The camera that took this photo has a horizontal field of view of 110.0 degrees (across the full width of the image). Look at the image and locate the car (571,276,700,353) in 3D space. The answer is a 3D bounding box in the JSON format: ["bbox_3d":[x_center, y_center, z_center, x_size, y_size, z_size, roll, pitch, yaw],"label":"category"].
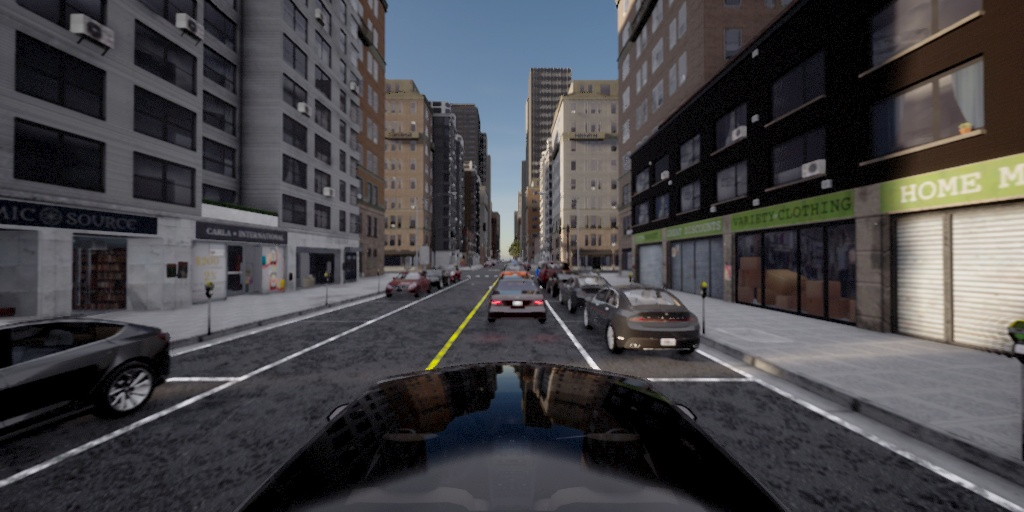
[{"bbox_3d":[2.884,1.363,8.774,2.007,1.370,4.403,0,0,0],"label":"car"}]

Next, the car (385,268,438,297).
[{"bbox_3d":[-5.591,1.493,19.852,1.802,1.307,4.207,0,0,0],"label":"car"}]

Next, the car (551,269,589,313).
[{"bbox_3d":[2.910,1.413,14.298,2.007,1.370,4.403,0,0,0],"label":"car"}]

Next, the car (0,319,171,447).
[{"bbox_3d":[-5.667,1.329,3.278,1.948,1.339,4.313,0,0,0],"label":"car"}]

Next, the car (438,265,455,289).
[{"bbox_3d":[-5.565,1.526,25.377,1.948,1.339,4.313,0,0,0],"label":"car"}]

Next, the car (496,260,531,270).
[{"bbox_3d":[0.204,1.313,25.491,2.097,1.767,4.553,0,-1,0],"label":"car"}]

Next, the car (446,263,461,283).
[{"bbox_3d":[-5.540,1.449,30.902,1.967,1.591,4.097,0,0,0],"label":"car"}]

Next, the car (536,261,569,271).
[{"bbox_3d":[2.961,1.275,25.345,2.192,1.841,5.009,0,0,0],"label":"car"}]

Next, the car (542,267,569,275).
[{"bbox_3d":[2.935,1.477,19.821,1.948,1.339,4.313,0,0,0],"label":"car"}]

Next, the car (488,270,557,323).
[{"bbox_3d":[0.147,1.394,12.521,2.033,1.411,5.357,0,0,0],"label":"car"}]
